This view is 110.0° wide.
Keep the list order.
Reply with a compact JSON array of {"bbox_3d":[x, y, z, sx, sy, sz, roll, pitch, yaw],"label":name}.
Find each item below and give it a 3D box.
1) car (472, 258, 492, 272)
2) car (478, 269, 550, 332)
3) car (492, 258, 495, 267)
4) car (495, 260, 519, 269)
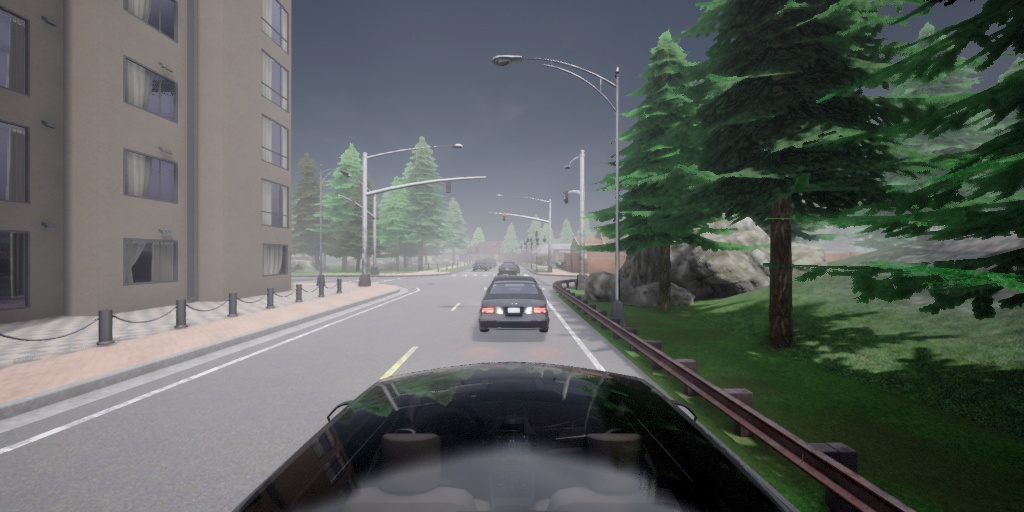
[{"bbox_3d":[-4.012,1.225,46.336,1.837,1.490,4.892,0,0,0],"label":"car"},{"bbox_3d":[0.066,1.297,10.778,2.033,1.411,5.357,0,0,1],"label":"car"},{"bbox_3d":[-4.068,1.225,55.802,1.837,1.490,4.892,0,0,0],"label":"car"},{"bbox_3d":[-0.346,1.285,38.044,1.994,1.385,4.181,0,0,4],"label":"car"}]
